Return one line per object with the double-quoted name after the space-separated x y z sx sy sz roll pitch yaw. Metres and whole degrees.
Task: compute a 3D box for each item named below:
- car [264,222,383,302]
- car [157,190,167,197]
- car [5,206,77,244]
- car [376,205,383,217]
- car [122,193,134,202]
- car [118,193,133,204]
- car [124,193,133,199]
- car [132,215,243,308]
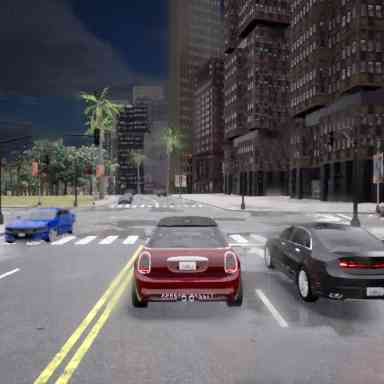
3.162 1.503 8.277 1.837 1.490 4.892 0 0 -1 "car"
-8.473 0.370 93.628 2.150 2.045 5.566 0 1 -14 "car"
-7.076 1.476 16.062 1.882 1.535 5.008 0 0 -3 "car"
17.468 1.292 26.815 4.553 1.767 2.097 0 0 13 "car"
-12.255 1.019 63.769 2.128 1.511 4.902 0 1 -9 "car"
-10.631 1.226 53.038 1.994 1.385 4.181 0 1 -9 "car"
-14.421 0.922 75.643 1.994 1.385 4.181 0 1 -11 "car"
-0.127 1.351 8.122 2.097 1.767 4.553 0 0 -1 "car"
